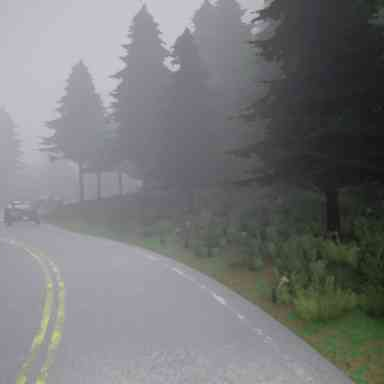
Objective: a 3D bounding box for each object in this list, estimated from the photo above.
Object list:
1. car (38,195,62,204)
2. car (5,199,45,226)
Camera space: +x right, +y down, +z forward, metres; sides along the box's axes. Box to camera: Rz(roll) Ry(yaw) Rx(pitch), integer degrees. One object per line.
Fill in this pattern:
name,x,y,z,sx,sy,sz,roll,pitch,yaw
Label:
car,-15.470,1.117,36.141,1.837,1.490,4.892,-2,2,-3
car,-11.250,1.366,22.036,1.812,1.442,4.674,0,1,-32
